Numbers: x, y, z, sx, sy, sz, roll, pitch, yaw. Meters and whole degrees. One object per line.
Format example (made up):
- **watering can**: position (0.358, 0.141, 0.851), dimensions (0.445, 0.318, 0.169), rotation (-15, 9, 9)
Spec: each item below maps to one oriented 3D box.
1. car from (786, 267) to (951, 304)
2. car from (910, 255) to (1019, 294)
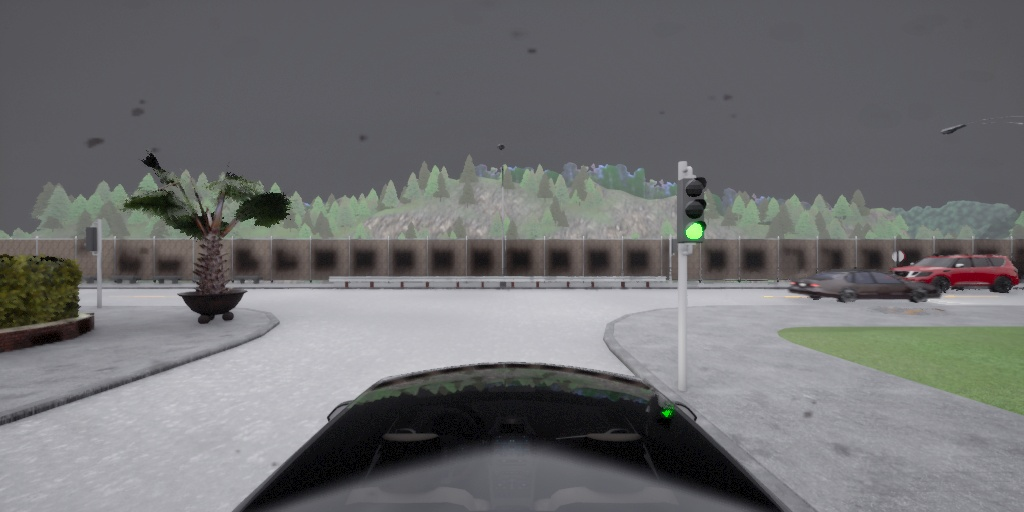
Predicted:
- **car**: position (15.216, 1.302, 15.696), dimensions (5.357, 1.411, 2.033), rotation (0, 0, 0)
- **car**: position (24.163, 0.971, 19.803), dimensions (5.566, 2.045, 2.150), rotation (0, 0, 0)
